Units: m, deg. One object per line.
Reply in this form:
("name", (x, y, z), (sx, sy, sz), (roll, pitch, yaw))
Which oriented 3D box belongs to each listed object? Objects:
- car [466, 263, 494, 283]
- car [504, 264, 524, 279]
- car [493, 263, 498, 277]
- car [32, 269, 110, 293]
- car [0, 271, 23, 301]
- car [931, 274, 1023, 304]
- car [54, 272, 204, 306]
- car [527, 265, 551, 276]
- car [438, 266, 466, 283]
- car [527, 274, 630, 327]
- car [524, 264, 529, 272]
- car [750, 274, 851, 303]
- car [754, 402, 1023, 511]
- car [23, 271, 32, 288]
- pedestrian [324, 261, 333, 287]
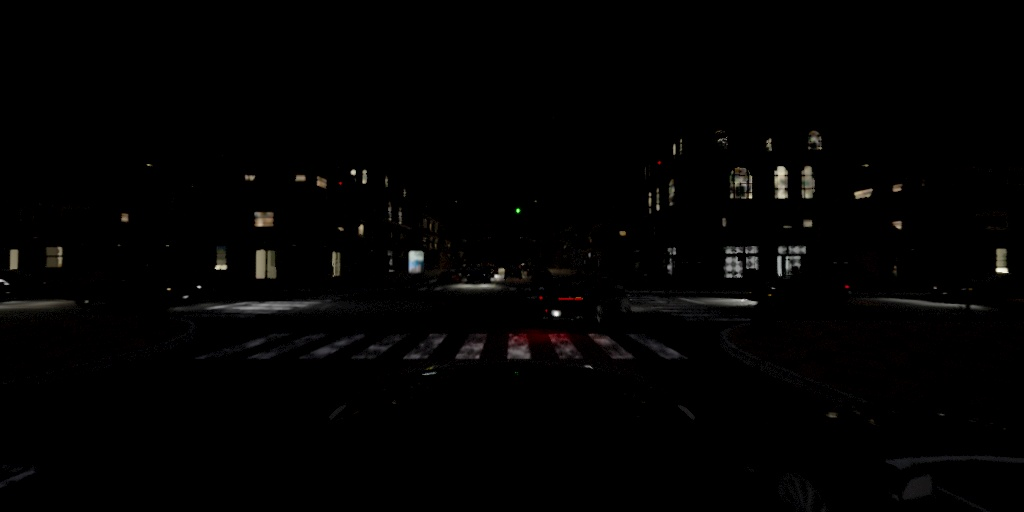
("car", (-3.091, 1.707, 34.065), (1.882, 1.535, 5.008), (0, -1, 1))
("car", (0.090, 1.818, 41.536), (1.882, 1.535, 5.008), (0, -1, 0))
("car", (-3.075, 1.874, 43.473), (1.837, 1.490, 4.892), (0, -1, 0))
("car", (-25.459, 1.493, 21.760), (4.829, 1.417, 1.751), (0, 0, 1))
("car", (-25.621, 1.203, 15.991), (4.553, 1.767, 2.097), (0, -1, 1))
("car", (24.622, 1.653, 18.424), (4.674, 1.442, 1.812), (0, -1, 1))
("car", (-16.573, 1.487, 15.847), (4.718, 1.301, 1.895), (0, -1, 1))
("car", (2.683, 1.784, 33.369), (1.948, 1.339, 4.313), (0, 0, 0))
("car", (-5.697, 1.802, 33.381), (1.802, 1.307, 4.207), (0, 0, 0))
("car", (2.582, 1.415, 12.403), (1.837, 1.490, 4.892), (-3, -2, 33))
("car", (2.681, 1.965, 44.410), (1.802, 1.307, 4.207), (0, 0, 0))
("car", (14.807, 1.647, 18.569), (4.181, 1.385, 1.994), (0, -1, 1))
("car", (2.691, 1.289, 0.983), (2.007, 1.370, 4.403), (0, 0, 0))
("car", (-30.825, 1.528, 21.842), (4.207, 1.307, 1.802), (0, 0, 1))
("pedestrian", (-12.557, 1.219, 24.530), (0.375, 1.860, 0.375), (0, -1, 1))
